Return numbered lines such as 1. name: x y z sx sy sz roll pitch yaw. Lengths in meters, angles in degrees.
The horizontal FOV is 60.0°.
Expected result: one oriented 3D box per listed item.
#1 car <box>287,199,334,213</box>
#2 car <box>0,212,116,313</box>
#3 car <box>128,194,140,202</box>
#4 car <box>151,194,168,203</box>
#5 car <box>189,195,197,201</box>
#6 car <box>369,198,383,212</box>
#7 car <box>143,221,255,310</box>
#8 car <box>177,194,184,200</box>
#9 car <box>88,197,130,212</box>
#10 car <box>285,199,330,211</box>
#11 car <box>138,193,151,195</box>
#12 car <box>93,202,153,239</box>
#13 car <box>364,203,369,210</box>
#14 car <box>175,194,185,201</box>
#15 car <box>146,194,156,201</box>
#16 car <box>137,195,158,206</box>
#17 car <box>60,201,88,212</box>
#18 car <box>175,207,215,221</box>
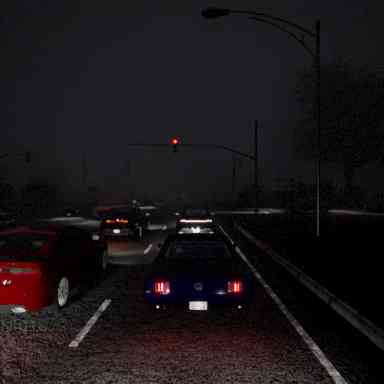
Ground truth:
1. car: 12.815 1.491 36.166 4.902 1.511 2.128 0 0 3
2. car: -3.381 1.478 7.768 1.882 1.535 5.008 0 0 0
3. car: -10.443 1.547 55.695 2.033 1.411 5.357 0 0 0
4. car: -6.819 1.547 69.273 2.033 1.411 5.357 0 0 0
5. car: 0.225 1.500 84.631 1.837 1.490 4.892 0 0 0
6. car: 22.235 1.470 35.629 5.008 1.535 1.882 0 0 3
7. car: 0.120 1.601 7.741 1.895 1.301 4.718 0 0 0
8. car: -3.207 1.328 95.035 1.882 1.535 5.008 0 0 1
9. car: -7.026 1.477 28.711 1.882 1.535 5.008 0 0 0
10. car: 13.684 1.526 39.620 4.674 1.442 1.812 0 0 5
11. car: -10.319 1.225 69.262 2.150 2.045 5.566 0 0 0
12. car: -3.356 1.505 17.266 1.837 1.490 4.892 0 0 0
13. car: 22.860 1.484 39.100 4.902 1.511 2.128 0 0 3
14. car: -3.275 1.532 84.626 2.033 1.411 5.357 0 0 0
15. car: -10.279 1.355 83.669 2.097 1.767 4.553 0 0 0
16. car: -6.921 1.601 52.092 1.895 1.301 4.718 0 0 -1
17. car: -10.520 1.547 31.066 2.033 1.411 5.357 0 0 0
18. car: 0.154 1.491 17.003 2.128 1.511 4.902 0 0 -1
